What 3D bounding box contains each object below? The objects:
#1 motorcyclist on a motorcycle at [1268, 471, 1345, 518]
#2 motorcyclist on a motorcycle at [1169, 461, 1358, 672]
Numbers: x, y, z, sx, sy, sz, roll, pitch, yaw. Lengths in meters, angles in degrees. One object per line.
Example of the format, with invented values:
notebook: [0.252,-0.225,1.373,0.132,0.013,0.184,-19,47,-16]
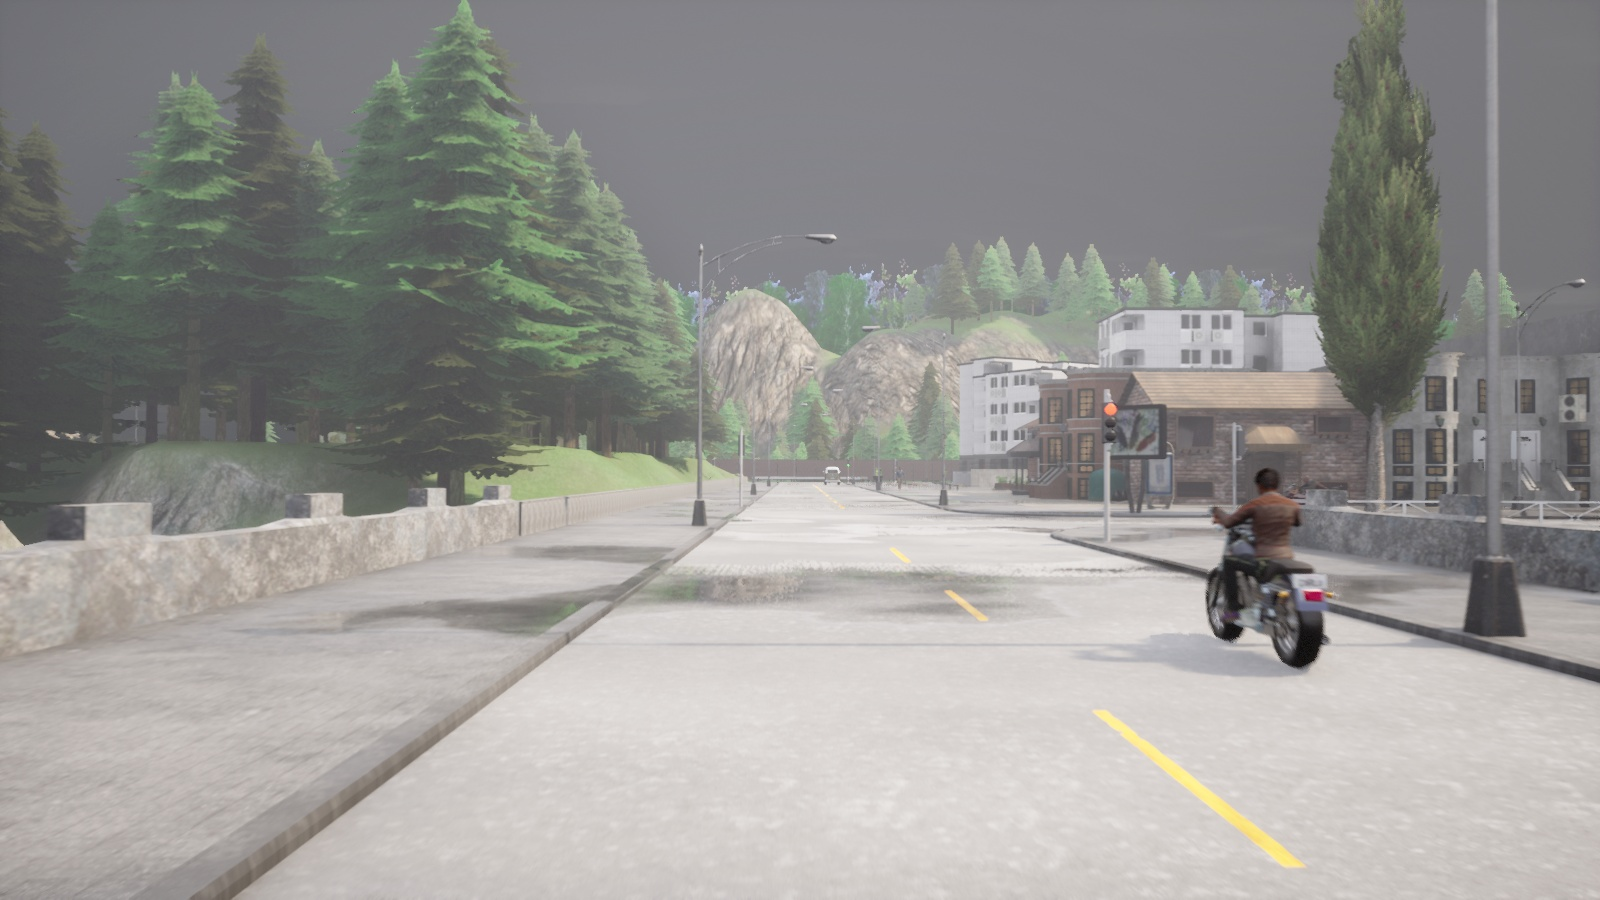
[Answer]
motorcyclist on a motorcycle: [16.739,1.478,41.510,2.191,1.530,0.866,0,-1,0]
motorcyclist on a motorcycle: [3.975,0.934,11.017,0.766,1.649,2.350,0,-1,0]
